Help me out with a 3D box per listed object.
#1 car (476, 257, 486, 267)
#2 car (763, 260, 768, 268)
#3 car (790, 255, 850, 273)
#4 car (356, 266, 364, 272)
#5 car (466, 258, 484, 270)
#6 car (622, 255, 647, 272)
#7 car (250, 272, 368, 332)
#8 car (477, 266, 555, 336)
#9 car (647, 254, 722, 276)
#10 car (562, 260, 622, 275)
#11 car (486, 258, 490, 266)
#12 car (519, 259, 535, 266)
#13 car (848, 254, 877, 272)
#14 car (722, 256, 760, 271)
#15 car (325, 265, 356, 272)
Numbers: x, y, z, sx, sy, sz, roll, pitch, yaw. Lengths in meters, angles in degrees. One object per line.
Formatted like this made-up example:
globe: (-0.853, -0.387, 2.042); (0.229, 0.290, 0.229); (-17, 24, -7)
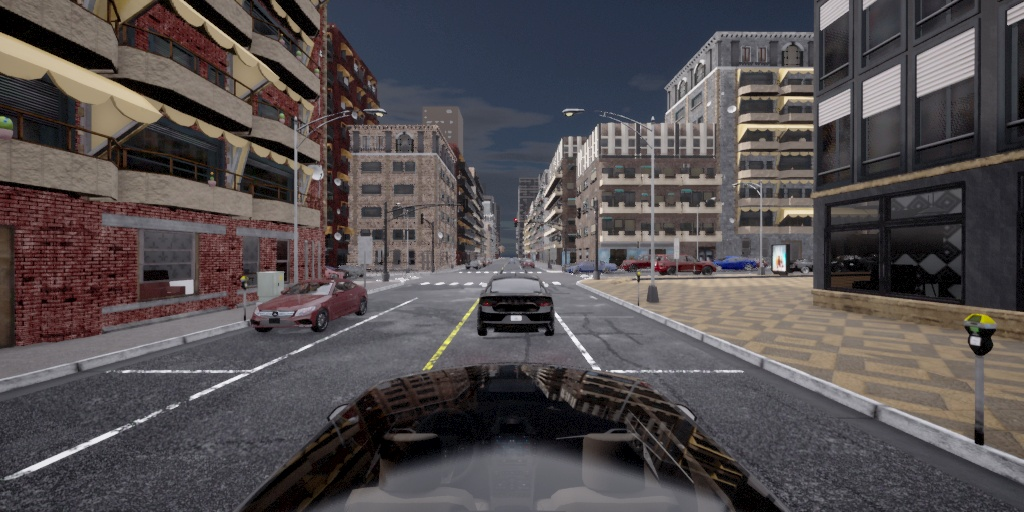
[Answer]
car: (-5.710, 1.293, 58.299); (1.751, 1.417, 4.829); (0, 0, 0)
car: (25.654, 0.824, 39.230); (4.207, 1.307, 1.802); (0, 0, -1)
car: (25.793, 0.822, 30.850); (4.313, 1.339, 1.948); (0, 0, -1)
car: (-16.983, 1.601, 36.252); (4.181, 1.385, 1.994); (-1, 0, -1)
car: (-5.708, 1.330, 52.786); (1.948, 1.339, 4.313); (0, 0, 0)
car: (14.562, 0.764, 39.129); (5.009, 1.841, 2.192); (0, 0, -1)
car: (-5.744, 1.332, 10.763); (1.802, 1.307, 4.207); (0, 0, 0)
car: (0.096, 1.227, 10.424); (1.882, 1.535, 5.008); (0, 0, 0)
car: (14.700, 0.778, 30.750); (5.009, 1.841, 2.192); (0, 0, -1)
car: (7.790, 1.129, 36.047); (5.357, 1.411, 2.033); (-1, 0, -7)
car: (-5.712, 1.086, 64.151); (2.192, 1.841, 5.009); (0, 0, 0)
car: (2.670, 1.207, 58.474); (1.967, 1.591, 4.097); (0, 0, 0)
car: (31.340, 0.717, 30.901); (4.313, 1.339, 1.948); (0, 0, -1)
car: (22.129, 0.790, 36.608); (5.008, 1.535, 1.882); (-1, 0, -1)
car: (-17.187, 1.610, 33.046); (4.181, 1.385, 1.994); (-1, 0, -1)
